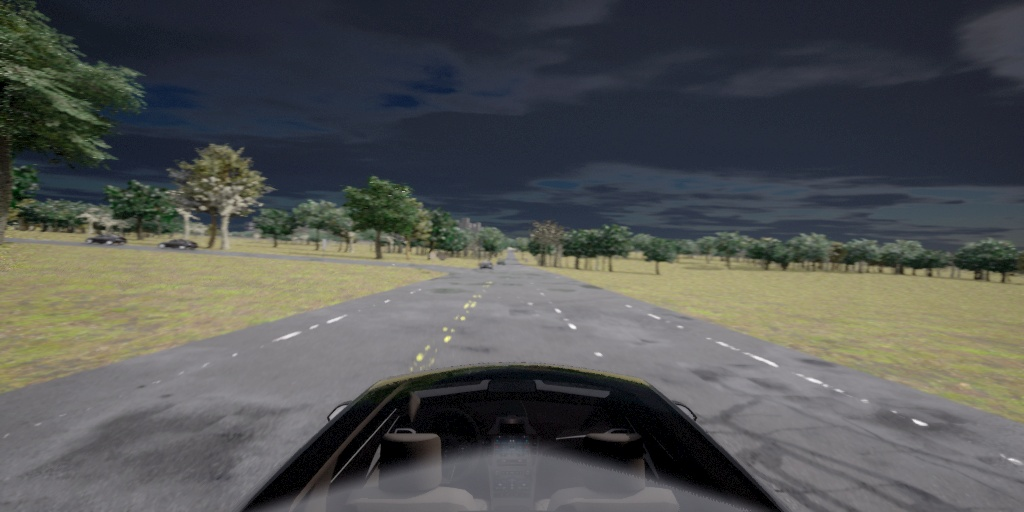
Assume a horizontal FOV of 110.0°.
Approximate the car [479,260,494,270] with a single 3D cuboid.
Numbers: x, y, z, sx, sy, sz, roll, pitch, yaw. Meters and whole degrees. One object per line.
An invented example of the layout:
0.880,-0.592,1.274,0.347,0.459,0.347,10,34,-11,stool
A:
-3.736,1.349,52.971,1.994,1.385,4.181,3,1,-1,car
